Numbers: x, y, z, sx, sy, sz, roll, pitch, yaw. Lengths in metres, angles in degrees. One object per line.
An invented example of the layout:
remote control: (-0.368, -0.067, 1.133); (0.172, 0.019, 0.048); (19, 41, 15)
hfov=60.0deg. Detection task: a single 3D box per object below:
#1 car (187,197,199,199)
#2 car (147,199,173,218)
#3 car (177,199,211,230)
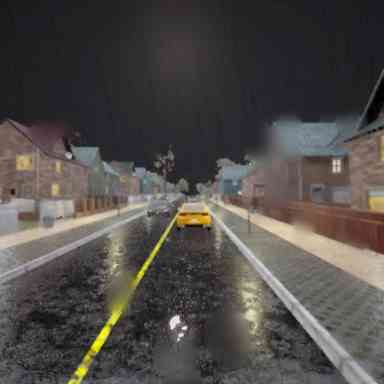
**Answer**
car: (0.108, 1.380, 37.035); (1.837, 1.490, 4.892); (0, 0, 0)
car: (-2.743, 1.403, 28.835); (1.837, 1.490, 4.892); (0, 0, 0)
car: (0.105, 1.401, 20.507); (1.882, 1.535, 5.008); (0, 0, 0)
